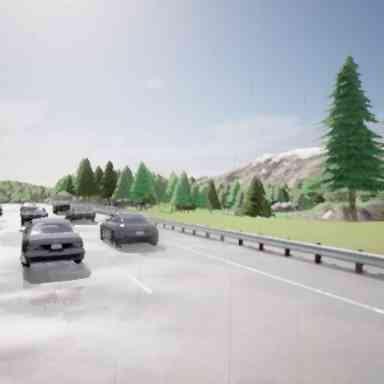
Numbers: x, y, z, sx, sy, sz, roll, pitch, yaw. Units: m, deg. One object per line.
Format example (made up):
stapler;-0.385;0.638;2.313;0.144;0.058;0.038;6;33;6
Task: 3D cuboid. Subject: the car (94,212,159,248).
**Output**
car;-3.071;1.694;15.726;1.994;1.385;4.181;0;0;-27

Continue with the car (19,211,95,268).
car;-5.065;1.648;11.896;2.033;1.411;5.357;0;0;-27

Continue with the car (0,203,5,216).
car;-21.339;1.840;35.842;2.033;1.411;5.357;0;-1;-27

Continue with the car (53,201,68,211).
car;-15.554;1.804;39.921;1.882;1.535;5.008;0;0;-27

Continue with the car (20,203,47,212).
car;-12.619;1.819;26.610;1.895;1.301;4.718;0;-1;-27

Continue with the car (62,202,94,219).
car;-9.511;1.832;28.219;1.895;1.301;4.718;0;0;-27
